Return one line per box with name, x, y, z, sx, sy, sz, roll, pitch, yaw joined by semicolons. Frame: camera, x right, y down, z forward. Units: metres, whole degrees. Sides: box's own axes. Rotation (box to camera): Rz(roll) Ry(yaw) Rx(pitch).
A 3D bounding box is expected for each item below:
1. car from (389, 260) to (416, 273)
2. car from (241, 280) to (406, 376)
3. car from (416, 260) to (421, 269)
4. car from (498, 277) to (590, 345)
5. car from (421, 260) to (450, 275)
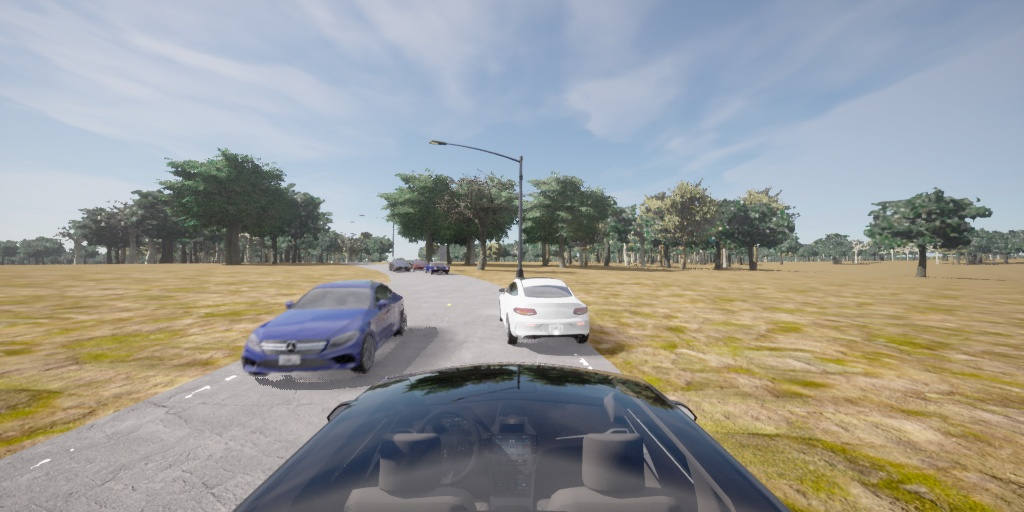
car;-12.813;1.115;40.800;2.033;1.411;5.357;1;0;-27
car;-3.489;1.269;7.601;1.812;1.442;4.674;0;0;-5
car;-12.234;1.139;46.434;1.994;1.385;4.181;1;0;-30
car;0.665;1.277;9.483;1.812;1.442;4.674;0;0;-5
car;-7.993;1.246;37.928;1.895;1.301;4.718;1;0;-24
